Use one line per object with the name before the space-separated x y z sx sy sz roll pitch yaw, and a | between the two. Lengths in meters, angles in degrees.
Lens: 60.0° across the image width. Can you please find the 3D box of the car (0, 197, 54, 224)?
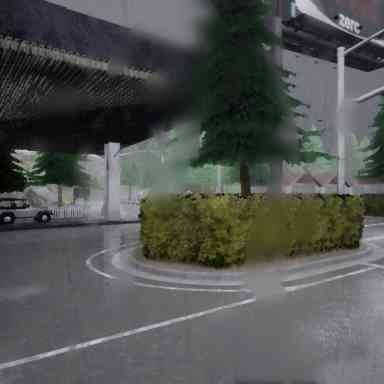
car | -11.982 1.313 23.468 3.866 1.878 1.905 0 0 -36
